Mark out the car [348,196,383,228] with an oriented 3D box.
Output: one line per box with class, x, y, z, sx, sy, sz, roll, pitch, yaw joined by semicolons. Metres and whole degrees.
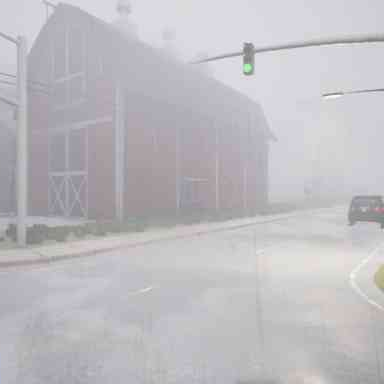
car;12.323;1.265;22.855;2.150;2.045;5.566;0;0;36
